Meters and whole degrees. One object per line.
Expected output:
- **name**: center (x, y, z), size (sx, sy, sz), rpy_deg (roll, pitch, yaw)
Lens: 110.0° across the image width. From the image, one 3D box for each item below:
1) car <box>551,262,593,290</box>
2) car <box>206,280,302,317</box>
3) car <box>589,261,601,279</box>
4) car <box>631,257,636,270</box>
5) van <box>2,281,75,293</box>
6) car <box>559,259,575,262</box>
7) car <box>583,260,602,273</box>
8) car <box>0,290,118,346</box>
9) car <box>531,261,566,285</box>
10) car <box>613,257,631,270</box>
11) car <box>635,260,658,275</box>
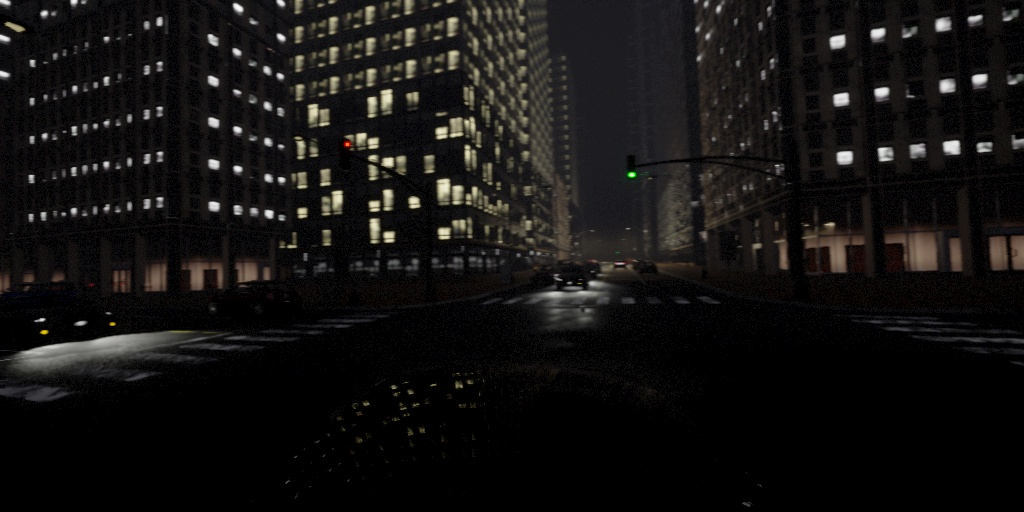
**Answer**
- **car**: center (4.133, 1.370, 23.945), size (1.837, 1.490, 4.892), rpy_deg (-2, -1, 16)
- **car**: center (-11.937, 1.875, 16.574), size (4.097, 1.591, 1.967), rpy_deg (0, 0, 16)
- **car**: center (7.011, 1.478, 33.749), size (1.895, 1.301, 4.718), rpy_deg (-2, -1, 17)
- **car**: center (17.131, 1.193, 47.632), size (1.751, 1.417, 4.829), rpy_deg (0, 0, 16)
- **van**: center (-28.177, 2.419, 21.369), size (3.998, 1.789, 1.690), rpy_deg (0, 0, 16)
- **car**: center (5.893, 1.298, 39.057), size (2.192, 1.841, 5.009), rpy_deg (0, 0, 16)
- **car**: center (10.003, 1.436, 43.957), size (2.033, 1.411, 5.357), rpy_deg (-2, -1, 16)
- **car**: center (-14.990, 1.938, 11.458), size (4.181, 1.385, 1.994), rpy_deg (-2, -2, 17)
- **car**: center (2.759, 1.410, 28.356), size (1.967, 1.591, 4.097), rpy_deg (0, 0, 16)
- **car**: center (15.792, 1.266, 52.380), size (2.128, 1.511, 4.902), rpy_deg (-2, -1, 16)
- **car**: center (13.947, 1.236, 36.763), size (1.802, 1.307, 4.207), rpy_deg (0, 0, 16)
